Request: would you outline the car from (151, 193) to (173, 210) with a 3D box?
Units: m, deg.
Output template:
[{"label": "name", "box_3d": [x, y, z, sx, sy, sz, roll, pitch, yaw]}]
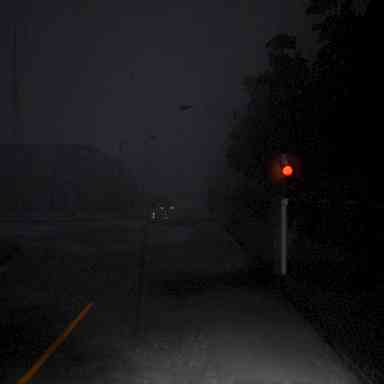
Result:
[{"label": "car", "box_3d": [-4.065, 1.221, 43.928, 2.150, 2.045, 5.566, 0, 0, 0]}]
